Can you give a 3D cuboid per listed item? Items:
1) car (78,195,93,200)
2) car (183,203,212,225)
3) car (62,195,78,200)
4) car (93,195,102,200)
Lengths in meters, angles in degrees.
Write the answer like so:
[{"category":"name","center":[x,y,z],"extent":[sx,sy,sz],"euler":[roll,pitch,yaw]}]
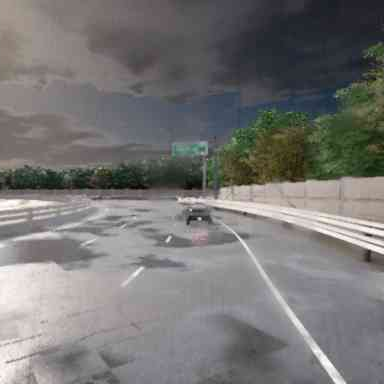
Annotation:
[{"category":"car","center":[-29.156,1.510,89.042],"extent":[1.994,1.385,4.181],"euler":[1,0,-42]},{"category":"car","center":[0.407,1.602,25.197],"extent":[1.837,1.490,4.892],"euler":[1,0,-3]},{"category":"car","center":[-32.622,1.556,87.668],"extent":[1.812,1.442,4.674],"euler":[1,0,-42]},{"category":"car","center":[-26.521,1.536,91.345],"extent":[1.994,1.385,4.181],"euler":[1,0,-42]}]
